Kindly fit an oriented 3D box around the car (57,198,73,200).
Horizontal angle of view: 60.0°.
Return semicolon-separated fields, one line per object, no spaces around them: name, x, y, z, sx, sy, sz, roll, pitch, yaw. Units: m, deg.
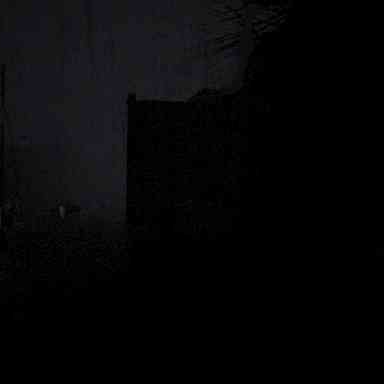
car;-20.302;2.032;52.464;2.150;2.045;5.566;1;-1;1

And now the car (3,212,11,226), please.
car;-14.846;1.867;24.373;1.837;1.490;4.892;1;-1;-12

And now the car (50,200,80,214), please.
car;-16.855;2.224;45.337;2.128;1.511;4.902;1;-1;1

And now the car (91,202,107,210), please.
car;-16.608;2.524;59.592;1.812;1.442;4.674;1;-1;1
